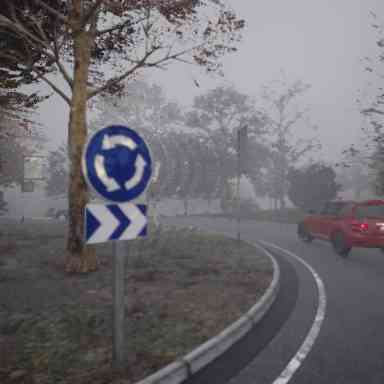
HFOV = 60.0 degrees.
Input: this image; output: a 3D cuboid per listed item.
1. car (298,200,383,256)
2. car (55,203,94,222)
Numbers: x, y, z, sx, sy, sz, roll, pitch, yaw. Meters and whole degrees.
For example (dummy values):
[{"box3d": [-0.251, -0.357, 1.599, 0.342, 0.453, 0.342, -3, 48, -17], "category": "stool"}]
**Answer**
[{"box3d": [6.357, 1.340, 13.848, 2.150, 2.045, 5.566, 1, 0, -3], "category": "car"}, {"box3d": [-9.330, 1.742, 28.854, 5.008, 1.535, 1.882, -1, -1, 6], "category": "car"}]
